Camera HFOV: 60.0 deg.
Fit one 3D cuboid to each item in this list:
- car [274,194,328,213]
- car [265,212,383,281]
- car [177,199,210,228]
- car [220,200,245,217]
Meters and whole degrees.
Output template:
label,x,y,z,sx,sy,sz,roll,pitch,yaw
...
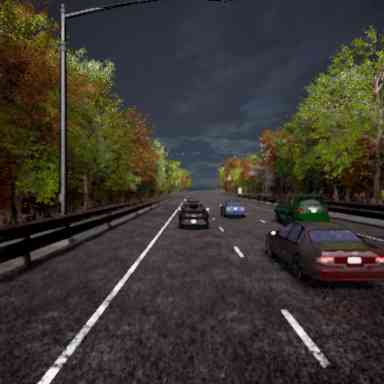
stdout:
label,x,y,z,sx,sy,sz,roll,pitch,yaw
car,7.107,1.172,22.079,2.150,2.045,5.566,0,0,0
car,3.601,1.555,9.888,2.033,1.411,5.357,0,0,0
car,0.106,1.457,21.814,1.837,1.490,4.892,0,0,0
car,3.610,1.451,30.153,2.033,1.411,5.357,0,0,0
